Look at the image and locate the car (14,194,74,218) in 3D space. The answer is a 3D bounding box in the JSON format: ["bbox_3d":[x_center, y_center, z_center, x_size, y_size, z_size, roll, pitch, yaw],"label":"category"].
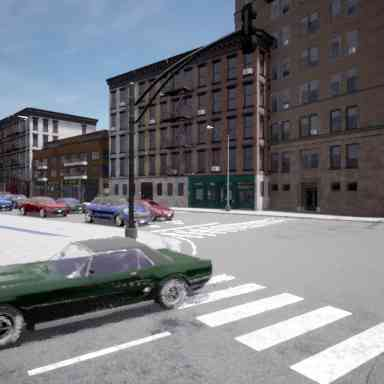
[{"bbox_3d":[-11.748,1.118,26.226,5.008,1.535,1.882,1,0,39],"label":"car"}]

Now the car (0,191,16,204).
[{"bbox_3d":[-27.587,0.786,48.231,4.553,1.767,2.097,1,0,41],"label":"car"}]

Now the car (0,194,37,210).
[{"bbox_3d":[-19.166,1.029,36.462,4.902,1.511,2.128,1,0,40],"label":"car"}]

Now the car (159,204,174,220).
[{"bbox_3d":[-3.382,1.266,23.836,4.674,1.442,1.812,1,0,38],"label":"car"}]

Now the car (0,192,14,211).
[{"bbox_3d":[-19.235,1.024,32.293,5.008,1.535,1.882,1,0,40],"label":"car"}]

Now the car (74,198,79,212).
[{"bbox_3d":[-11.161,1.200,29.918,4.181,1.385,1.994,1,0,39],"label":"car"}]

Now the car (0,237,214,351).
[{"bbox_3d":[-1.968,1.600,6.265,4.718,1.301,1.895,0,0,-35],"label":"car"}]

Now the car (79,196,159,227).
[{"bbox_3d":[-4.593,1.088,20.587,4.553,1.767,2.097,1,0,39],"label":"car"}]
